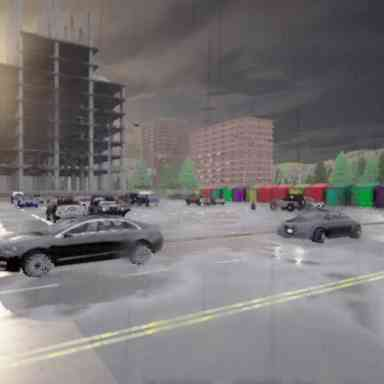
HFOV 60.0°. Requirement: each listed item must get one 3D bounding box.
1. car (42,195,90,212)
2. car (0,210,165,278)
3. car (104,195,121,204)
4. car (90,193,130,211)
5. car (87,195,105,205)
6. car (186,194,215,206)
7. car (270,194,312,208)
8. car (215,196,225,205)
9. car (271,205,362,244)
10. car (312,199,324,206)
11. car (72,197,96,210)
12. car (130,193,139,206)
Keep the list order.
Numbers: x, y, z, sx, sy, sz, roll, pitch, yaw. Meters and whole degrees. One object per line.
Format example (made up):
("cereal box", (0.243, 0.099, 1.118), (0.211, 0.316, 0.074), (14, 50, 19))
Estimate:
("car", (-8.916, 1.137, 23.345), (1.932, 1.855, 4.605), (0, 0, -32))
("car", (-3.207, 1.485, 10.144), (4.902, 1.511, 2.128), (0, 0, -31))
("car", (-14.025, 1.314, 58.480), (1.784, 1.438, 3.905), (0, 0, -32))
("car", (-6.432, 1.136, 24.830), (1.905, 1.878, 3.866), (0, 0, -32))
("car", (-16.482, 1.350, 56.948), (1.970, 1.475, 3.806), (0, 0, -32))
("car", (0.906, 1.097, 50.103), (1.932, 1.855, 4.605), (0, 0, -32))
("car", (10.198, 1.106, 35.249), (1.905, 1.878, 3.866), (0, 0, -32))
("car", (3.398, 1.303, 51.582), (1.784, 1.438, 3.905), (0, 0, -32))
("car", (6.045, 1.540, 15.706), (4.181, 1.385, 1.994), (0, 0, -31))
("car", (12.660, 1.341, 36.773), (1.970, 1.475, 3.806), (0, 0, -32))
("car", (-13.382, 1.365, 41.082), (1.970, 1.475, 3.806), (0, 0, -32))
("car", (-11.775, 1.100, 59.943), (1.932, 1.855, 4.605), (0, 0, -32))
